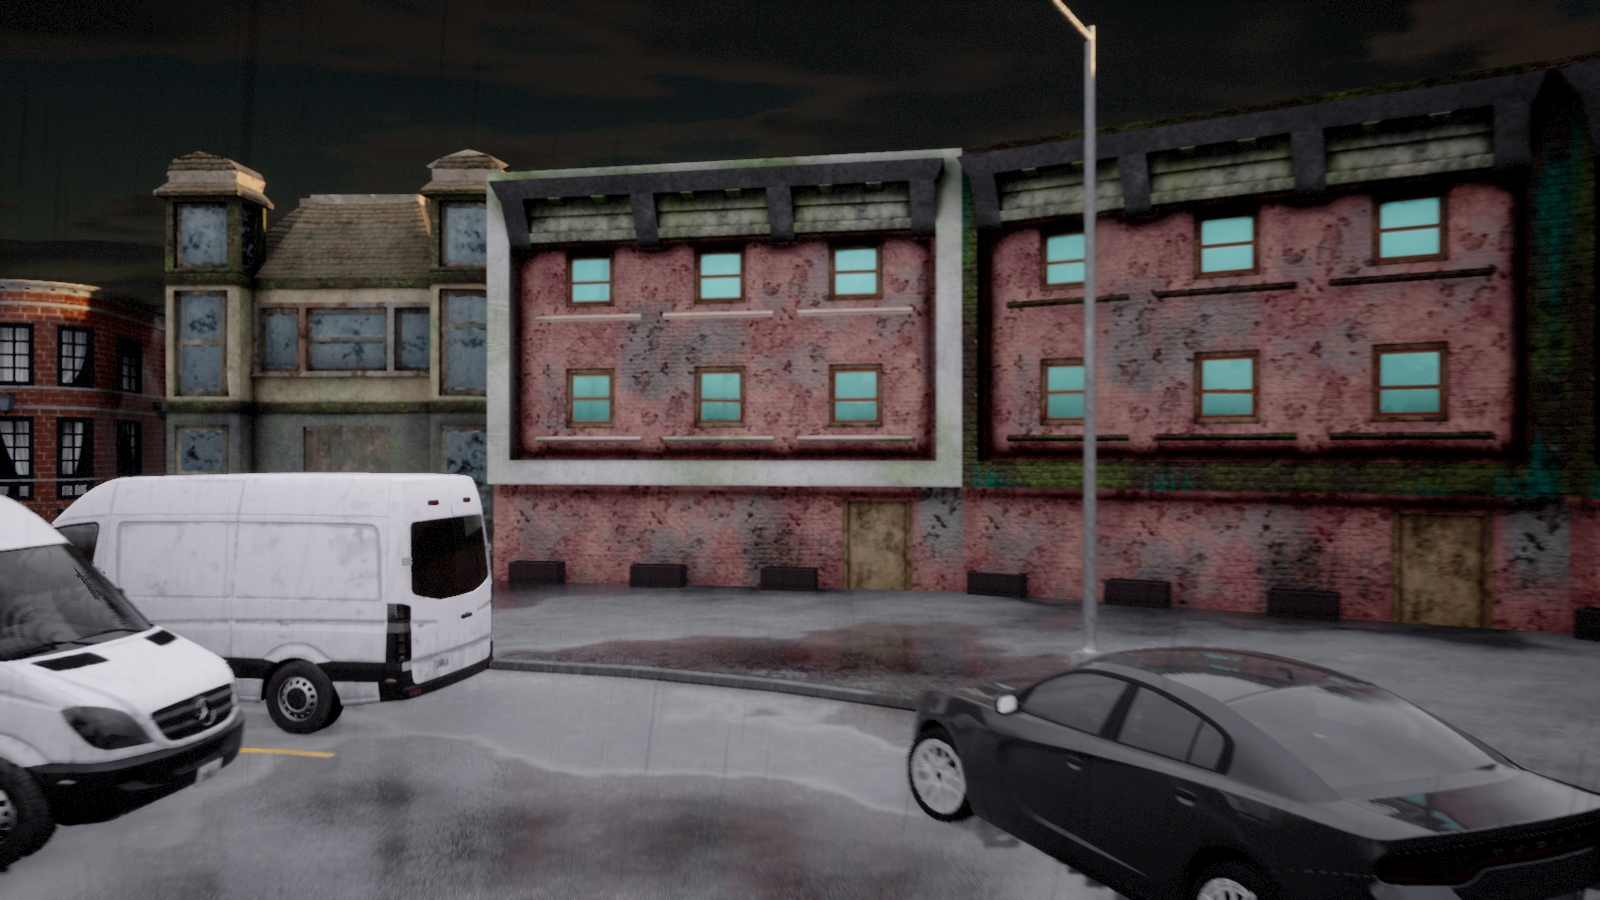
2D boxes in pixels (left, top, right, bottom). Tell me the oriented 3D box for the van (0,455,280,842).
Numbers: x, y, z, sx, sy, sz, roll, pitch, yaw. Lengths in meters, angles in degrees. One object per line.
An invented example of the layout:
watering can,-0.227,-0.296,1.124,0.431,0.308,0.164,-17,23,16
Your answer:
van,-7.346,1.318,8.679,5.915,2.561,1.988,0,0,2

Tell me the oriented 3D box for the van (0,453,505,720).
van,-6.439,1.318,12.579,5.915,2.561,1.988,0,0,12

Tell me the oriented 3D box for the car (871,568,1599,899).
car,2.514,1.816,7.462,2.097,1.535,5.006,0,0,-23
